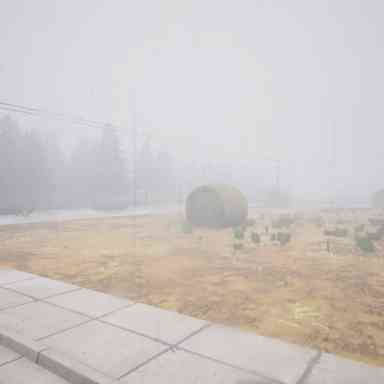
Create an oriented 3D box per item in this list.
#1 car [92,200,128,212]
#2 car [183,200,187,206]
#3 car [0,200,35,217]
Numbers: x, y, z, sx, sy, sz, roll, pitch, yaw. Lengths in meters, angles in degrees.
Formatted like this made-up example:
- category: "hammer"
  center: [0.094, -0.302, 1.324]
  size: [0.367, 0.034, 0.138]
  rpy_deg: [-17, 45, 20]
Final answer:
- category: "car"
  center: [-9.643, 1.590, 39.275]
  size: [1.994, 1.385, 4.181]
  rpy_deg: [0, 0, 37]
- category: "car"
  center: [0.617, 1.533, 53.015]
  size: [1.837, 1.490, 4.892]
  rpy_deg: [0, 0, 37]
- category: "car"
  center: [-16.691, 1.518, 29.774]
  size: [2.128, 1.511, 4.902]
  rpy_deg: [0, 0, 37]
